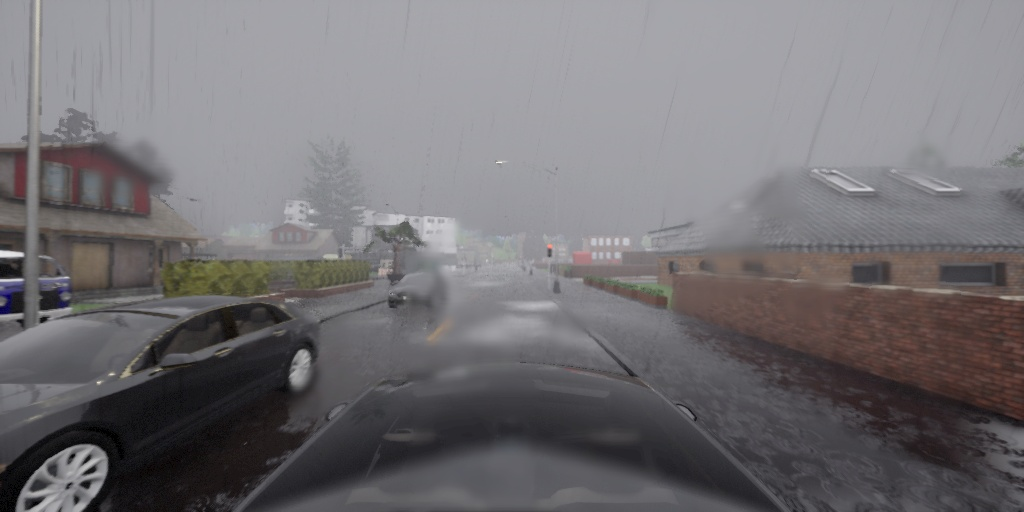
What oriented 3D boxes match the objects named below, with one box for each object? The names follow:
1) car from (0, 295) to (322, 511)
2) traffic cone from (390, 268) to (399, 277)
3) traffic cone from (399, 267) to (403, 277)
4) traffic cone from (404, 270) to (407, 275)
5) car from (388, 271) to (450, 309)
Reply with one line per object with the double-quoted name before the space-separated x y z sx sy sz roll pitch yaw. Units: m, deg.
"car" -4.091 1.284 4.053 1.837 1.490 4.892 0 0 0
"traffic cone" -15.800 2.153 48.224 0.344 0.586 0.344 0 0 0
"traffic cone" -15.439 2.157 48.794 0.344 0.586 0.344 0 0 0
"traffic cone" -14.441 2.194 49.835 0.344 0.586 0.344 0 0 0
"car" -4.029 1.440 16.161 1.837 1.490 4.892 0 -1 0
